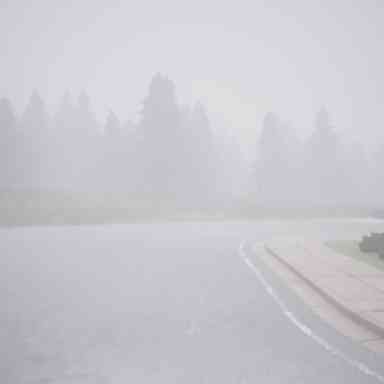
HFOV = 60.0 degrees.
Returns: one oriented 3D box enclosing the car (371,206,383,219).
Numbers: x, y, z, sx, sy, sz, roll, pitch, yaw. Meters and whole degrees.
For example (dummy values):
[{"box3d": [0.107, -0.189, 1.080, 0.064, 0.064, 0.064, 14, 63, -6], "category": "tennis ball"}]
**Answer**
[{"box3d": [16.279, 1.475, 26.140, 4.181, 1.385, 1.994, 0, 0, -16], "category": "car"}]
